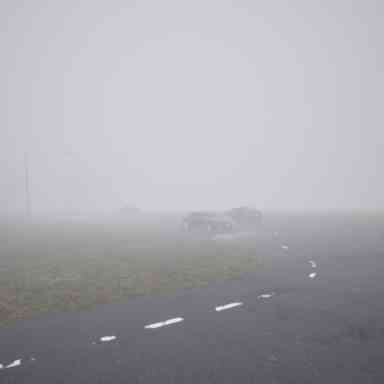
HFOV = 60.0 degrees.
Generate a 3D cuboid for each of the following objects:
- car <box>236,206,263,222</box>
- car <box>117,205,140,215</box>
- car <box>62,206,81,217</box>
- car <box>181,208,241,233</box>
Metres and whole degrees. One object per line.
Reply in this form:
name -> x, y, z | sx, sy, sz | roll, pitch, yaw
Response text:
car -> 4.720, 2.087, 31.815 | 1.994, 1.385, 4.181 | -2, 0, -35
car -> -10.089, 2.788, 52.692 | 2.033, 1.411, 5.357 | -2, 0, -35
car -> -19.686, 3.007, 54.285 | 2.097, 1.767, 4.553 | -2, 0, -33
car -> 1.068, 2.156, 24.868 | 1.837, 1.490, 4.892 | -2, 0, -35
